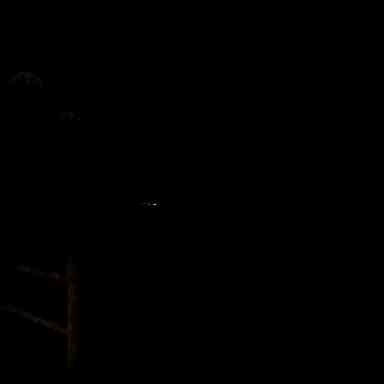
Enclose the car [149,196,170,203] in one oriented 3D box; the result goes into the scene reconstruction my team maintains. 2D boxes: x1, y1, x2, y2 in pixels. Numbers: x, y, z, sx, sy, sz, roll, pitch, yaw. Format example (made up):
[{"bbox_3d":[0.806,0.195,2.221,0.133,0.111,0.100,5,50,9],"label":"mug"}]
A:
[{"bbox_3d":[-6.214,1.460,64.308,1.837,1.490,4.892,0,0,36],"label":"car"}]
